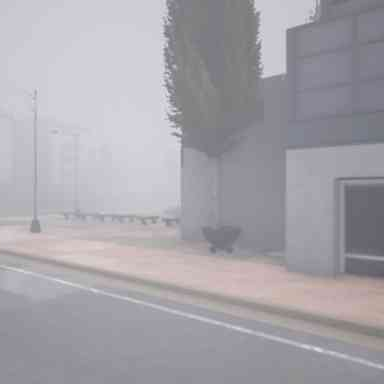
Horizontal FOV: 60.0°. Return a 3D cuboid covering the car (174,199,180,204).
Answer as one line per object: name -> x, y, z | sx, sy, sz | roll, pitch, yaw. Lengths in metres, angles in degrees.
car -> -0.849, 1.507, 60.388 | 4.902, 1.511, 2.128 | 0, 0, -26
